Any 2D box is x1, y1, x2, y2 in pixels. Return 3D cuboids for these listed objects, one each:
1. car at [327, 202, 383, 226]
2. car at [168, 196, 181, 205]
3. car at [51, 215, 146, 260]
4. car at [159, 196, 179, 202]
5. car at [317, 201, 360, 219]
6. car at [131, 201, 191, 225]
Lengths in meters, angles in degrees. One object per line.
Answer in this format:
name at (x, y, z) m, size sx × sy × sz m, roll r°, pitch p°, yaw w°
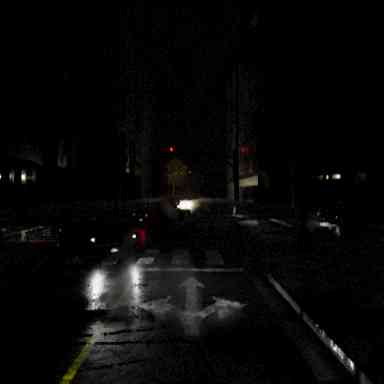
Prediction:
car at (12.146, 1.578, 23.350) m, size 4.181 × 1.385 × 1.994 m, roll 0°, pitch 0°, yaw 0°
car at (-3.122, 1.501, 59.395) m, size 2.128 × 1.511 × 4.902 m, roll 0°, pitch 0°, yaw 0°
car at (-3.820, 1.604, 12.692) m, size 1.895 × 1.301 × 4.718 m, roll 0°, pitch 0°, yaw -36°
car at (-3.130, 1.553, 39.429) m, size 2.033 × 1.411 × 5.357 m, roll 0°, pitch 0°, yaw 4°
car at (12.579, 1.500, 26.600) m, size 4.902 × 1.511 × 2.128 m, roll 0°, pitch 0°, yaw 0°
car at (-2.138, 1.603, 24.364) m, size 1.895 × 1.301 × 4.718 m, roll 0°, pitch 0°, yaw 38°
